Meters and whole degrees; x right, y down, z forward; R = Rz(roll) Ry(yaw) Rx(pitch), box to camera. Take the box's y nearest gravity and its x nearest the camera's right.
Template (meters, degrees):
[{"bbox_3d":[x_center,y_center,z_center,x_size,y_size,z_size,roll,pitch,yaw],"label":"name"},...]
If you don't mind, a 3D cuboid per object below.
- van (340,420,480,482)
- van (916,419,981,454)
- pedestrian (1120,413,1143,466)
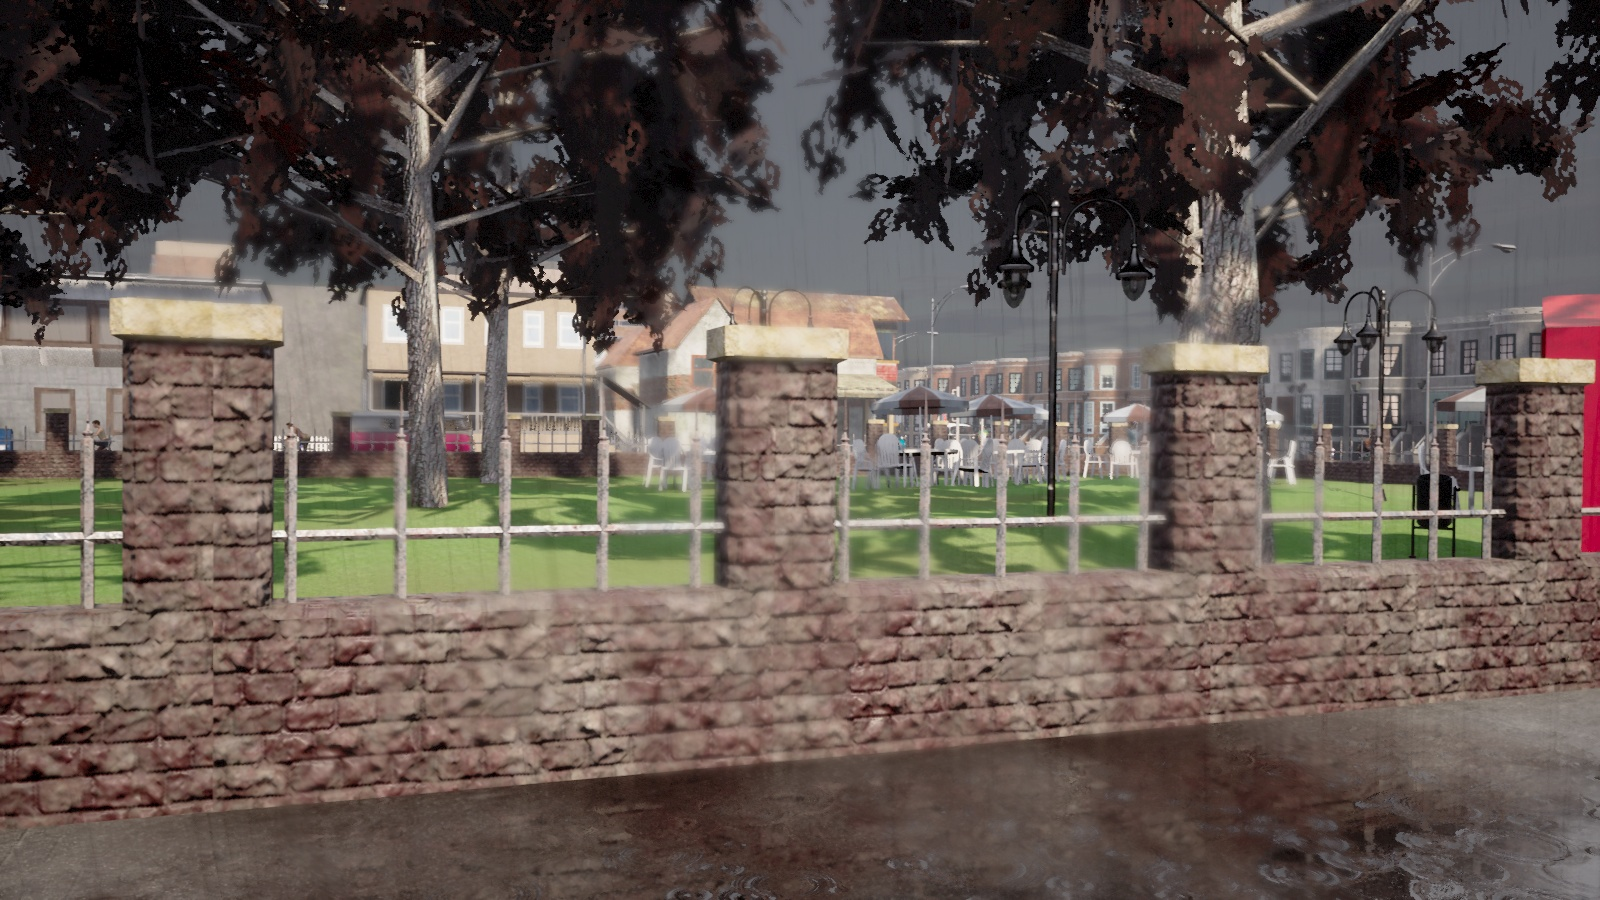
[{"bbox_3d":[-13.319,-0.003,42.852,4.442,1.987,1.775,-1,1,-21],"label":"van"},{"bbox_3d":[8.953,-0.823,76.196,2.069,2.038,4.480,-1,1,-21],"label":"van"},{"bbox_3d":[12.310,-0.391,46.672,0.692,1.930,0.396,-1,1,-15],"label":"pedestrian"}]
